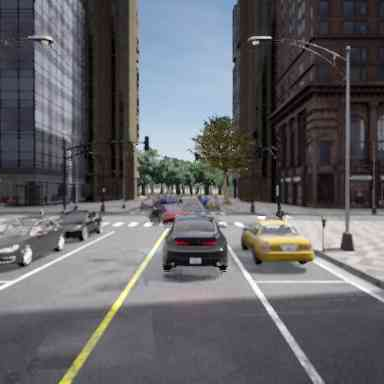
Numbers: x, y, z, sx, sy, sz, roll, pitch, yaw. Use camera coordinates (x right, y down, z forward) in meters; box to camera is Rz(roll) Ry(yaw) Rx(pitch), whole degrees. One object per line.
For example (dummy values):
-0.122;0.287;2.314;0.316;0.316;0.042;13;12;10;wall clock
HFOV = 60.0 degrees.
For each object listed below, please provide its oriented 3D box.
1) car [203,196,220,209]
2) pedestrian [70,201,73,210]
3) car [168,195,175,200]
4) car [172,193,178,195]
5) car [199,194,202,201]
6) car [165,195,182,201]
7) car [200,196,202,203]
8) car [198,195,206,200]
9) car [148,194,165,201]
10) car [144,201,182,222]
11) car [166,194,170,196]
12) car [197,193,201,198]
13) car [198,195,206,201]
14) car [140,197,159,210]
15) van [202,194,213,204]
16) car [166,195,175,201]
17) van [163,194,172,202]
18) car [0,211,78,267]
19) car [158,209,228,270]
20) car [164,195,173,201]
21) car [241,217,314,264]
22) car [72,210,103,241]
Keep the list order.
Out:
2.764;1.587;43.911;1.752;1.417;4.829;-1;0;0;car
-12.516;1.437;34.569;0.500;1.100;0.500;0;0;0;pedestrian
-5.750;1.610;94.852;1.802;1.307;4.206;0;0;0;car
-2.986;1.554;70.161;1.837;1.490;4.892;0;0;0;car
2.769;1.582;66.629;1.752;1.417;4.829;-1;0;0;car
-3.057;1.664;54.137;1.895;1.301;4.718;0;0;0;car
2.766;1.629;55.100;1.947;1.339;4.313;-1;0;0;car
2.775;1.579;94.854;2.008;1.369;4.403;-1;0;0;car
-5.763;1.378;49.414;2.192;1.841;5.009;-1;0;0;car
-1.826;1.610;24.769;1.994;1.385;4.181;0;0;-24;car
-5.760;1.376;60.774;2.192;1.841;5.009;-1;0;0;car
2.771;1.598;77.817;2.008;1.369;4.403;-1;0;0;car
2.773;1.586;89.175;2.008;1.369;4.403;-1;0;0;car
-5.761;1.644;43.734;1.802;1.307;4.206;-1;0;0;car
2.763;1.404;49.421;1.690;1.788;3.998;-1;0;0;van
-5.752;1.579;89.172;1.887;1.381;4.507;0;0;0;car
-5.756;1.388;77.813;1.690;1.788;3.998;0;0;0;van
-5.769;1.576;11.384;2.008;1.369;4.403;-1;0;0;car
0.097;1.530;11.038;1.837;1.490;4.892;0;0;0;car
-5.754;1.481;83.492;1.967;1.590;4.097;0;0;0;car
2.756;1.551;11.727;1.752;1.417;4.829;-1;0;0;car
-5.768;1.600;16.764;1.947;1.339;4.313;-1;0;0;car
